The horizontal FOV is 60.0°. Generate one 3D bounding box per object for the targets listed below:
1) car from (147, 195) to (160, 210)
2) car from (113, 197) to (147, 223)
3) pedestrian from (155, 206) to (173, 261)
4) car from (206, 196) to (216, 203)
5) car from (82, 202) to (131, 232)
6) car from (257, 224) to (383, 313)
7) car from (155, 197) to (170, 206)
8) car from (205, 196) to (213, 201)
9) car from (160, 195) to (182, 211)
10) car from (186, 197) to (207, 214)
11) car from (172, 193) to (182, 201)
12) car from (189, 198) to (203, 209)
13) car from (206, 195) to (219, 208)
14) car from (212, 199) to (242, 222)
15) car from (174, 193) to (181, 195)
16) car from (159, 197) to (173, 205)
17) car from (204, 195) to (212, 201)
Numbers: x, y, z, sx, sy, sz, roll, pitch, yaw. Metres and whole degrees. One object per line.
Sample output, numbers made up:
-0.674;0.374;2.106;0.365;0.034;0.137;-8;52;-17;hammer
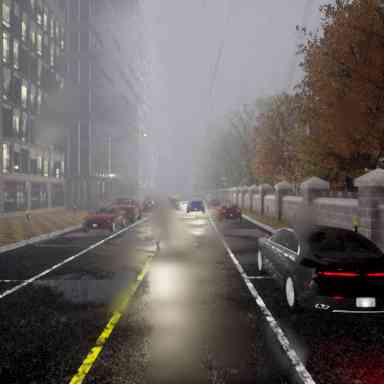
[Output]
-5.000;1.311;42.633;2.192;1.841;5.009;0;0;1;car
-5.145;1.312;25.757;2.192;1.841;5.009;0;0;1;car
-0.891;1.293;10.655;0.375;1.860;0.375;0;0;0;pedestrian
3.947;1.545;71.398;2.008;1.369;4.403;0;0;1;car
-5.209;1.543;20.131;1.887;1.381;4.507;0;0;1;car
2.766;1.504;7.697;1.837;1.490;4.892;0;0;0;car
-4.728;1.546;53.875;2.008;1.369;4.403;0;0;1;car
4.209;1.575;82.631;1.802;1.307;4.206;0;0;1;car
-2.428;1.501;40.172;1.837;1.490;4.892;0;0;1;car
0.416;1.523;35.191;1.812;1.442;4.674;0;0;1;car
-3.867;1.306;87.660;2.192;1.841;5.009;0;0;1;car
0.635;1.597;47.626;1.895;1.301;4.718;0;0;2;car
3.317;1.541;48.898;1.887;1.381;4.507;0;0;1;car
2.888;1.542;26.340;1.887;1.381;4.507;0;0;1;car
-4.101;1.544;76.383;2.008;1.369;4.403;0;0;1;car
-4.569;1.546;59.493;2.008;1.369;4.403;0;0;2;car
4.315;1.542;88.250;2.008;1.369;4.403;0;0;1;car
